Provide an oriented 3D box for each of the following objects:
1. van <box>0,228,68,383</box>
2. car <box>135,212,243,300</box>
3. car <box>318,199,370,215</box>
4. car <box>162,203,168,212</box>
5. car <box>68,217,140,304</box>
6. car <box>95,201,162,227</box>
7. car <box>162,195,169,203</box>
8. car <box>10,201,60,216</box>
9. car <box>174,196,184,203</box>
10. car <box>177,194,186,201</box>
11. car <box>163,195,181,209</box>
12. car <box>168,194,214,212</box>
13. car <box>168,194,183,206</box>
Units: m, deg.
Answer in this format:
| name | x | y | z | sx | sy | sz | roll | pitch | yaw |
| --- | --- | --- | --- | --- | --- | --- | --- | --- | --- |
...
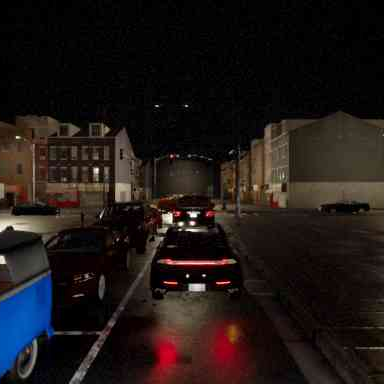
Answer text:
| name | x | y | z | sx | sy | sz | roll | pitch | yaw |
| --- | --- | --- | --- | --- | --- | --- | --- | --- | --- |
| van | -2.647 | 1.341 | 2.735 | 1.690 | 1.788 | 3.998 | 0 | 0 | 0 |
| car | 0.089 | 1.491 | 8.364 | 2.128 | 1.511 | 4.902 | 0 | 0 | 0 |
| car | 15.452 | 1.508 | 33.820 | 4.902 | 1.511 | 2.128 | 0 | 0 | 0 |
| car | -2.664 | 1.546 | 19.036 | 1.887 | 1.381 | 4.507 | 0 | 0 | 0 |
| car | -2.652 | 1.544 | 8.169 | 1.887 | 1.381 | 4.507 | 0 | 0 | 0 |
| car | -2.659 | 1.315 | 13.603 | 2.192 | 1.841 | 5.009 | 0 | 0 | 0 |
| car | -0.927 | 1.231 | 33.841 | 5.566 | 2.045 | 2.150 | 0 | 0 | 0 |
| car | -14.487 | 1.571 | 30.891 | 4.181 | 1.385 | 1.994 | 0 | 0 | 0 |
| car | -2.724 | 1.605 | 72.580 | 2.008 | 1.369 | 4.403 | 0 | 0 | 0 |
| car | -2.744 | 1.399 | 88.861 | 2.192 | 1.841 | 5.009 | 0 | 0 | 0 |
| car | -2.695 | 1.333 | 45.446 | 2.192 | 1.841 | 5.009 | 0 | 0 | 0 |
| car | 0.079 | 1.223 | 18.557 | 2.150 | 2.045 | 5.566 | 0 | 0 | 0 |
| car | -2.707 | 1.344 | 56.300 | 2.192 | 1.841 | 5.009 | 0 | 0 | 0 |
